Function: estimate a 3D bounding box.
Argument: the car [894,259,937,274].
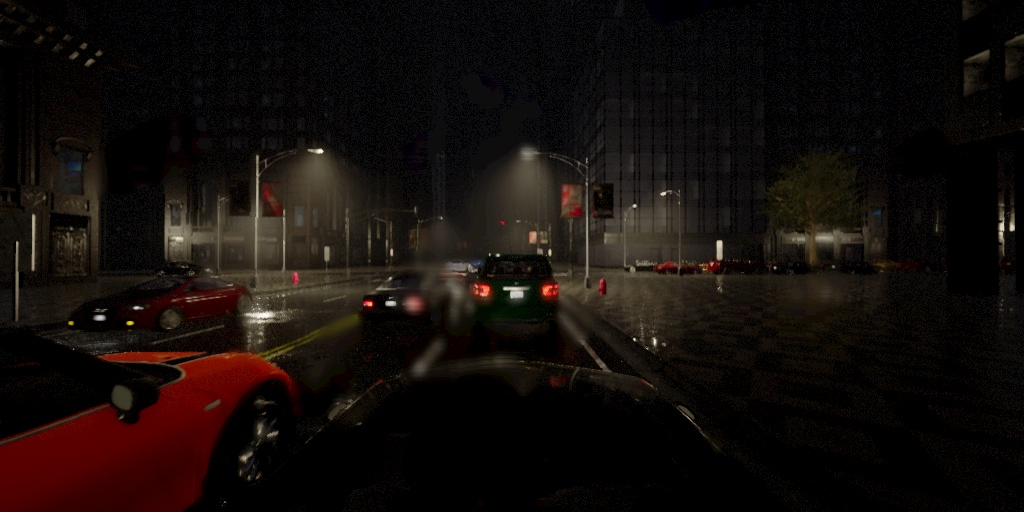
[{"bbox_3d":[42.570,1.034,36.375,5.008,1.535,1.882,0,0,0],"label":"car"}]

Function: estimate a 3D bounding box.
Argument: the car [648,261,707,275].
[{"bbox_3d":[15.369,1.195,33.371,4.207,1.307,1.802,0,0,-1],"label":"car"}]

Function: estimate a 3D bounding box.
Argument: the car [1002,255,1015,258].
[{"bbox_3d":[49.197,0.839,33.839,5.009,1.841,2.192,0,0,-1],"label":"car"}]

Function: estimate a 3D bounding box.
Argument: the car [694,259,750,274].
[{"bbox_3d":[22.954,1.109,39.249,5.008,1.535,1.882,0,0,-1],"label":"car"}]

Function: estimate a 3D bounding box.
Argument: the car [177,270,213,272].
[{"bbox_3d":[-9.829,1.284,10.540,1.994,1.385,4.181,0,0,0],"label":"car"}]

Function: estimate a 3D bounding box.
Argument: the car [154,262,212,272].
[{"bbox_3d":[-32.416,1.335,35.489,4.892,1.490,1.837,0,0,0],"label":"car"}]

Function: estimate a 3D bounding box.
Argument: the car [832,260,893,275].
[{"bbox_3d":[32.282,1.126,33.605,4.313,1.339,1.948,0,0,-1],"label":"car"}]

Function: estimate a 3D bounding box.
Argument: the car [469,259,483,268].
[{"bbox_3d":[-6.442,1.270,64.593,1.882,1.535,5.008,0,0,1],"label":"car"}]

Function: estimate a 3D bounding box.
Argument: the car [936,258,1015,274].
[{"bbox_3d":[43.559,1.080,33.762,4.507,1.381,1.888,0,0,-1],"label":"car"}]

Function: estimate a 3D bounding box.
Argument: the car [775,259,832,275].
[{"bbox_3d":[26.645,1.142,33.527,4.313,1.339,1.948,0,0,-1],"label":"car"}]

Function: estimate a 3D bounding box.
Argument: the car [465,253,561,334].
[{"bbox_3d":[0.115,0.941,10.667,2.150,2.045,5.566,0,0,0],"label":"car"}]

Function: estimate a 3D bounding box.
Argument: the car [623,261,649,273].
[{"bbox_3d":[15.253,1.244,41.896,4.313,1.339,1.948,0,0,-1],"label":"car"}]

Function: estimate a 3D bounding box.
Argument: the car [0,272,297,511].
[{"bbox_3d":[-3.150,1.103,1.638,2.097,1.767,4.553,0,0,0],"label":"car"}]

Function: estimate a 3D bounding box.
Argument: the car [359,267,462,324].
[{"bbox_3d":[-3.120,1.265,11.753,2.033,1.411,5.357,0,0,0],"label":"car"}]

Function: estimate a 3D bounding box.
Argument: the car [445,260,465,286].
[{"bbox_3d":[-3.122,1.197,21.489,2.128,1.511,4.902,0,0,0],"label":"car"}]

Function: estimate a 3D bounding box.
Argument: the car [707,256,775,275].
[{"bbox_3d":[21.008,0.908,33.449,5.009,1.841,2.192,0,0,-1],"label":"car"}]
